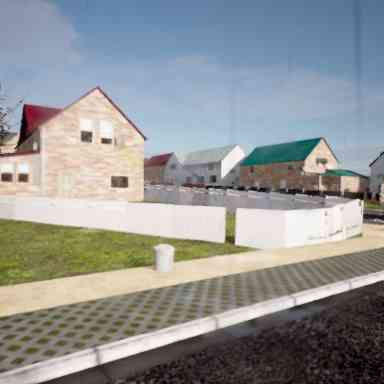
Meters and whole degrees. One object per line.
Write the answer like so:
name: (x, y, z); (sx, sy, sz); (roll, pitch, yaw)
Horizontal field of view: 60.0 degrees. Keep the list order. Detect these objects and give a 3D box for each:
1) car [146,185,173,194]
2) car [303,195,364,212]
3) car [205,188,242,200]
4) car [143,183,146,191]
car: (-4.452, -0.418, 50.627); (2.033, 1.411, 5.357); (1, 2, -34)
car: (9.966, 0.955, 24.129); (1.812, 1.442, 4.674); (1, 2, -34)
car: (3.294, 0.363, 33.990); (1.837, 1.490, 4.892); (1, 4, -34)
car: (-8.951, -0.955, 52.272); (2.150, 2.045, 5.566); (1, 2, -34)
